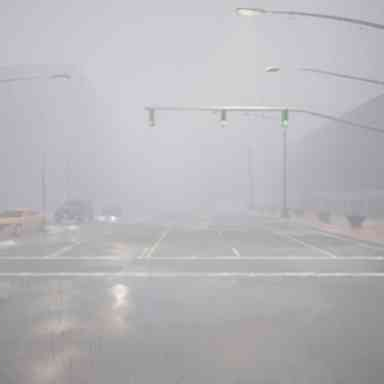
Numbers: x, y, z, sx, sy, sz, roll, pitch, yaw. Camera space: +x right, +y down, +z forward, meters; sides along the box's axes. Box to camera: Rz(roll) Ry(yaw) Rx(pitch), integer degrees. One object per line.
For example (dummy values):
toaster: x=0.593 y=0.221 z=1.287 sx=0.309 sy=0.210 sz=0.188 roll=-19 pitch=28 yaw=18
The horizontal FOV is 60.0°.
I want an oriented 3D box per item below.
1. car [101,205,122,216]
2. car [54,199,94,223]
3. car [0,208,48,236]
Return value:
car: x=-10.569 y=2.379 z=43.826 sx=1.895 sy=1.301 sz=4.718 roll=0 pitch=-1 yaw=0
car: x=-10.609 y=1.698 z=30.483 sx=2.150 sy=2.045 sz=5.566 roll=0 pitch=-1 yaw=-1
car: x=-10.603 y=1.747 z=20.248 sx=1.882 sy=1.535 sz=5.008 roll=0 pitch=-1 yaw=0
